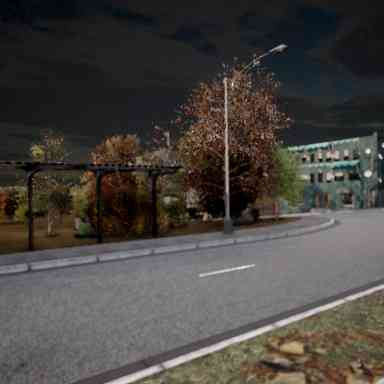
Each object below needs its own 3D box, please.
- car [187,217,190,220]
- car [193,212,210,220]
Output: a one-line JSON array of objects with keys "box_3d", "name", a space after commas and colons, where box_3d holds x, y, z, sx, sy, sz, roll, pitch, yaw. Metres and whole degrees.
[{"box_3d": [-1.604, 5.972, 76.851, 1.895, 1.301, 4.718, -1, -5, -8], "name": "car"}, {"box_3d": [1.752, 4.446, 61.216, 1.882, 1.535, 5.008, -1, -5, -19], "name": "car"}]
